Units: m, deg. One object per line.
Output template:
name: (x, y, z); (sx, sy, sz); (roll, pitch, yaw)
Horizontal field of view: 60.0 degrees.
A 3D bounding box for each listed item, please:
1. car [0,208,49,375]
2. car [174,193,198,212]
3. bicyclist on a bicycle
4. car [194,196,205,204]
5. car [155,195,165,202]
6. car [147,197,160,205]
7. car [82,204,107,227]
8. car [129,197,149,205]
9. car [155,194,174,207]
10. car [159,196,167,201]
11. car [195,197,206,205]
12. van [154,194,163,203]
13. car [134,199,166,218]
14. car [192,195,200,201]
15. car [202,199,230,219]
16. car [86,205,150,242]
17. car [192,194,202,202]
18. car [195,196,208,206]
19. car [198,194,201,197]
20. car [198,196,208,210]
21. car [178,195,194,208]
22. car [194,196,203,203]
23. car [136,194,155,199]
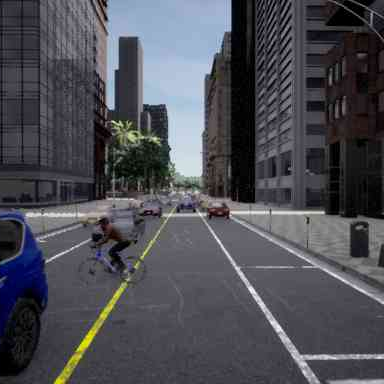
car: (-3.133, 1.221, 2.645); (2.150, 2.045, 5.566); (0, 0, -1)
car: (-0.670, 1.354, 38.186); (2.097, 1.767, 4.553); (0, 0, -1)
bicyclist on a bicycle: (-1.945, 1.453, 8.068); (1.656, 1.620, 0.582); (-2, 0, -1)
car: (1.398, 1.572, 66.665); (2.008, 1.369, 4.403); (0, 0, -1)
car: (-7.352, 1.470, 77.351); (1.967, 1.590, 4.097); (0, 0, -1)
car: (-7.013, 1.561, 61.076); (1.887, 1.381, 4.507); (0, 0, -1)
car: (-6.218, 1.524, 22.933); (1.752, 1.417, 4.829); (0, 0, -1)
car: (-6.561, 1.584, 39.378); (1.802, 1.307, 4.206); (0, 0, -1)
car: (-4.136, 1.500, 51.236); (2.128, 1.511, 4.902); (0, 0, -1)
car: (-7.578, 1.618, 88.202); (1.802, 1.307, 4.206); (0, 0, -1)
car: (1.510, 1.561, 61.241); (1.887, 1.381, 4.507); (0, 0, -1)
van: (-7.240, 1.367, 71.927); (1.690, 1.788, 3.998); (0, 0, -1)
car: (-3.662, 1.563, 29.709); (1.994, 1.385, 4.181); (0, 0, -1)
car: (0.946, 1.602, 88.361); (1.947, 1.339, 4.313); (0, 0, -1)
car: (2.189, 1.544, 28.698); (1.887, 1.381, 4.507); (0, 0, -1)
car: (-3.403, 1.560, 16.107); (1.994, 1.385, 4.181); (0, 0, -1)
car: (1.171, 1.345, 77.513); (2.192, 1.841, 5.009); (0, 0, -1)
car: (1.623, 1.452, 55.818); (1.967, 1.590, 4.097); (0, 0, -1)
car: (1.736, 1.448, 50.394); (1.967, 1.590, 4.097); (0, 0, -1)
car: (1.959, 1.528, 39.716); (1.752, 1.417, 4.829); (0, 0, -1)
car: (-0.872, 1.359, 47.953); (2.097, 1.767, 4.553); (0, 0, -1)
car: (1.281, 1.551, 72.259); (1.752, 1.417, 4.829); (0, 0, -1)
car: (-6.675, 1.320, 44.802); (2.192, 1.841, 5.009); (0, 0, -1)
